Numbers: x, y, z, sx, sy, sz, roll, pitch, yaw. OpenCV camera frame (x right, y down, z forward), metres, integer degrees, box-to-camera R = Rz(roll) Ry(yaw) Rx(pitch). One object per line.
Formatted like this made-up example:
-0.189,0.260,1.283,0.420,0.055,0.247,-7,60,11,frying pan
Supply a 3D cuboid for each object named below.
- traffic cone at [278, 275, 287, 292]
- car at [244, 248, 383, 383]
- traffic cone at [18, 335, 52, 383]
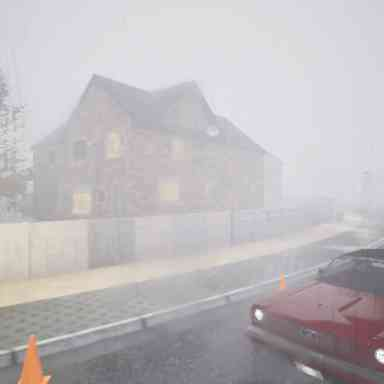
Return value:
1.892,2.017,6.923,0.340,0.580,0.340,0,-1,-41,traffic cone
2.933,1.648,5.089,4.718,1.301,1.895,0,-1,-41,car
-1.890,1.994,3.944,0.340,0.580,0.340,0,-1,-5,traffic cone
